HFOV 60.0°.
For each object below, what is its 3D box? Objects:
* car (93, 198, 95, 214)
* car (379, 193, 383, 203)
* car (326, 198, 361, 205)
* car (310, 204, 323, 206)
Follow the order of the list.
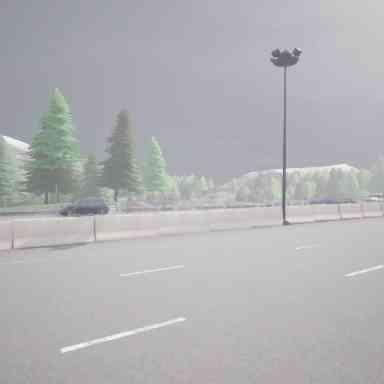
[{"bbox_3d":[-10.192,1.354,31.060,4.553,1.767,2.097,0,0,-35],"label":"car"},{"bbox_3d":[26.904,1.232,48.545,5.566,2.045,2.150,0,0,-35],"label":"car"},{"bbox_3d":[22.704,1.516,49.876,4.892,1.490,1.837,0,0,-35],"label":"car"},{"bbox_3d":[20.637,1.490,52.698,5.008,1.535,1.882,0,0,-35],"label":"car"}]
